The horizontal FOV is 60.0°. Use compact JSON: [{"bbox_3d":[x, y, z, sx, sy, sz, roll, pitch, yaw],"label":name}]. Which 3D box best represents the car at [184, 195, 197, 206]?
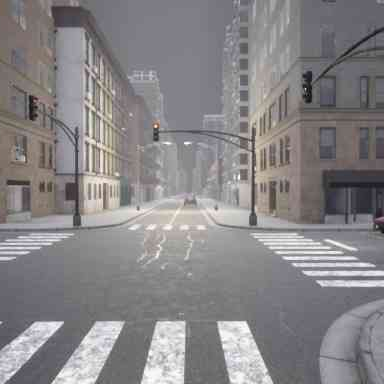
[{"bbox_3d":[-0.308,1.362,56.796,2.097,1.767,4.553,0,0,-1],"label":"car"}]

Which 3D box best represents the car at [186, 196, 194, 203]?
[{"bbox_3d":[-0.422,1.543,69.699,1.812,1.442,4.674,0,0,0],"label":"car"}]

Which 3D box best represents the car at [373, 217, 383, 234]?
[{"bbox_3d":[11.653,1.528,16.924,4.507,1.381,1.887,0,0,0],"label":"car"}]
